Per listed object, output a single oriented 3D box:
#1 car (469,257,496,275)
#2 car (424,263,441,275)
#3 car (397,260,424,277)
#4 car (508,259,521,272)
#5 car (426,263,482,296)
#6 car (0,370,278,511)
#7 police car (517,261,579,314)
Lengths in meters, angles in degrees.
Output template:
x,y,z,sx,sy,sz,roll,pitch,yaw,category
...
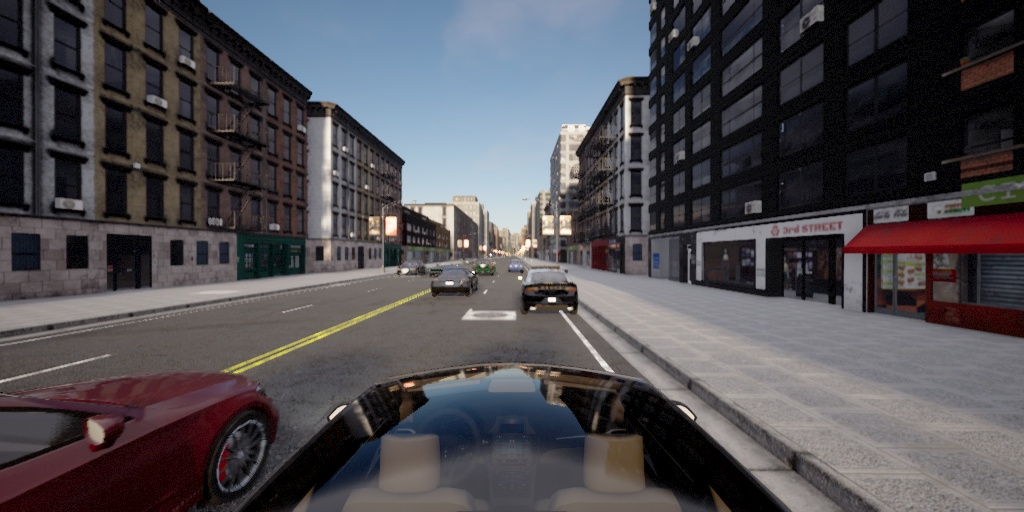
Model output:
x,y,z,sx,sy,sz,roll,pitch,yaw,category
-2.803,1.020,36.841,2.097,1.767,4.553,0,0,1,car
-6.293,1.278,32.685,1.895,1.301,4.718,0,0,1,car
-9.527,1.165,34.324,2.128,1.511,4.902,0,0,1,car
0.489,1.199,43.237,2.033,1.411,5.357,0,0,1,car
-2.971,1.275,19.161,1.994,1.385,4.181,0,0,1,car
-3.140,1.276,1.435,1.812,1.442,4.674,0,0,1,car
1.264,1.150,13.698,1.930,1.638,5.238,0,0,1,police car
